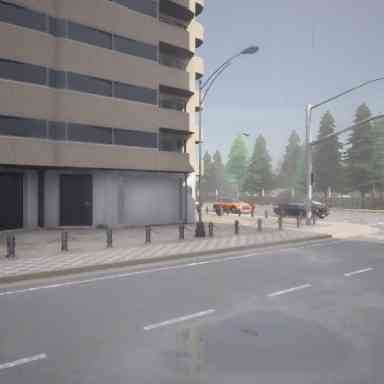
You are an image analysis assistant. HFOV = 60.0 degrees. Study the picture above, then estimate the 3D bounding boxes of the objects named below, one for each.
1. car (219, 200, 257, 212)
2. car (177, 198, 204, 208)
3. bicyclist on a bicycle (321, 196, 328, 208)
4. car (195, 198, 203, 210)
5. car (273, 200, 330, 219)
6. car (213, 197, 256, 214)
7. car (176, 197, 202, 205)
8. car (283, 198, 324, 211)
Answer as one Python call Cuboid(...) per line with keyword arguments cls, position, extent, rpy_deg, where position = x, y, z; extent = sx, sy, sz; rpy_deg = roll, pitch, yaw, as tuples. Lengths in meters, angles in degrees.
Cuboid(cls="car", position=(5.571, 1.656, 40.996), extent=(1.895, 1.301, 4.718), rpy_deg=(0, 0, -36))
Cuboid(cls="car", position=(-0.231, 1.619, 49.058), extent=(1.994, 1.385, 4.181), rpy_deg=(0, 0, -36))
Cuboid(cls="bicyclist on a bicycle", position=(17.331, 1.356, 43.469), extent=(1.656, 1.620, 0.582), rpy_deg=(0, 0, -36))
Cuboid(cls="car", position=(-0.958, 1.533, 44.079), extent=(1.882, 1.535, 5.008), rpy_deg=(0, 0, -36))
Cuboid(cls="car", position=(9.613, 1.656, 29.414), extent=(1.895, 1.301, 4.718), rpy_deg=(0, 0, -36))
Cuboid(cls="car", position=(4.396, 1.407, 36.646), extent=(2.097, 1.767, 4.553), rpy_deg=(0, 0, -36))
Cuboid(cls="car", position=(-0.601, 1.603, 61.863), extent=(2.033, 1.411, 5.357), rpy_deg=(0, 0, -36))
Cuboid(cls="car", position=(13.874, 1.581, 41.735), extent=(1.812, 1.442, 4.674), rpy_deg=(0, 0, -35))
